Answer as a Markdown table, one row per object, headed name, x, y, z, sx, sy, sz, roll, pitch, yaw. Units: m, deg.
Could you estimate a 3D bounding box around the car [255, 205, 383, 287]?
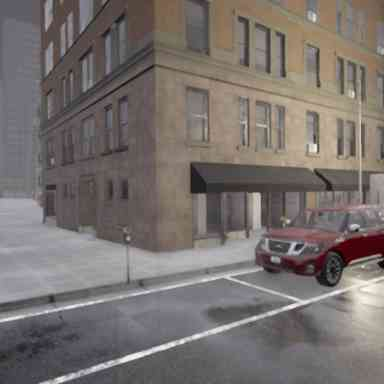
| name | x | y | z | sx | sy | sz | roll | pitch | yaw |
| --- | --- | --- | --- | --- | --- | --- | --- | --- | --- |
| car | 4.048 | 1.308 | 9.463 | 5.009 | 1.841 | 2.192 | 0 | -1 | -36 |
